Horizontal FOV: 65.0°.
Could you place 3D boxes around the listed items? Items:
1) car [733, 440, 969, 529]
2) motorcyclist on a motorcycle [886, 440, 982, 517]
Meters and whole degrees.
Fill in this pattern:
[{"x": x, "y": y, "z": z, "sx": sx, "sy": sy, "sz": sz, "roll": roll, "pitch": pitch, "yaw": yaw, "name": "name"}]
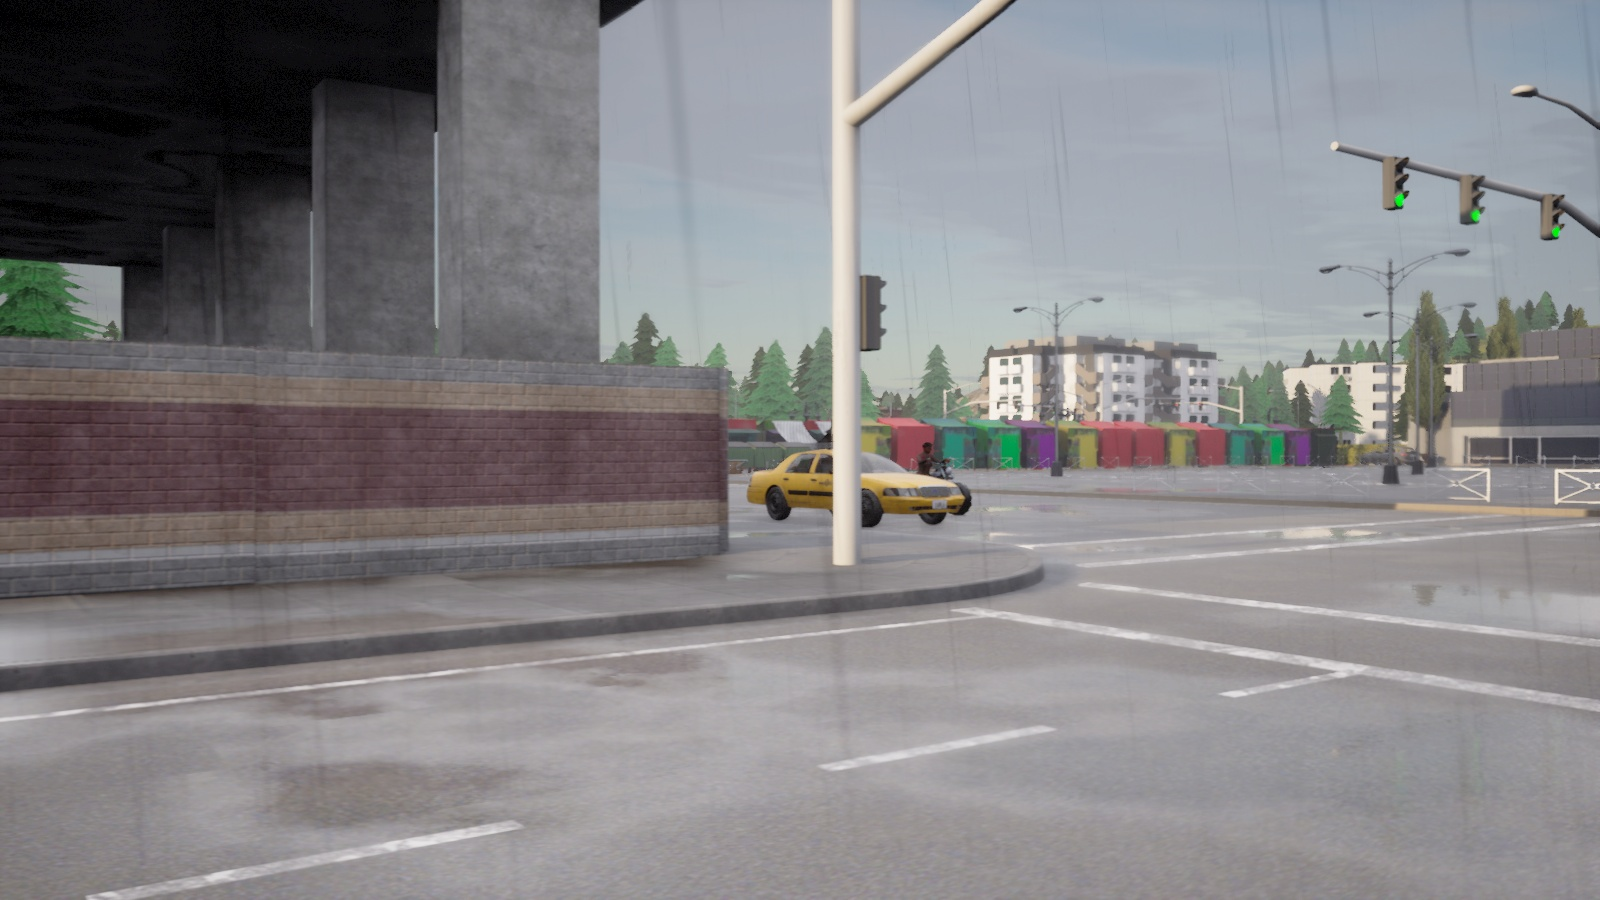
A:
[{"x": 0.856, "y": 0.614, "z": 24.941, "sx": 1.801, "sy": 1.575, "sz": 5.366, "roll": 0, "pitch": 0, "yaw": -35, "name": "car"}, {"x": 2.968, "y": 0.611, "z": 28.026, "sx": 0.766, "sy": 1.649, "sz": 2.350, "roll": 0, "pitch": 0, "yaw": -35, "name": "motorcyclist on a motorcycle"}]
